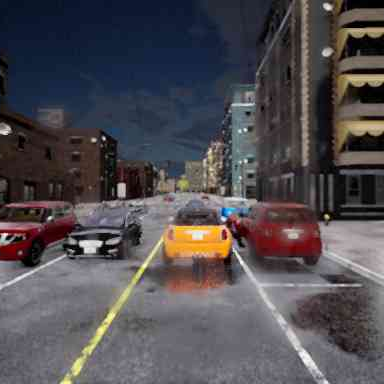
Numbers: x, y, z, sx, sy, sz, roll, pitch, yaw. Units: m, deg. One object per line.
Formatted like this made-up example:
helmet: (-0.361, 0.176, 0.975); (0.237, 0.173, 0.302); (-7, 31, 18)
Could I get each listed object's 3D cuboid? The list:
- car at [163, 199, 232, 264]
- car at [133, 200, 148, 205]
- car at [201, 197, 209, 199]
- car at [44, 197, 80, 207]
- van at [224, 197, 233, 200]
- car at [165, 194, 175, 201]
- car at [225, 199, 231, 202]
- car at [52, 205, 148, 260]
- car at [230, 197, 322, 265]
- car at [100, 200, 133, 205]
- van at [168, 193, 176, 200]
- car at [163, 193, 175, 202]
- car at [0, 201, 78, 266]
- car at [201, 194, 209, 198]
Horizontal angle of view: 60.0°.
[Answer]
car: (0.184, 1.317, 11.873); (2.097, 1.767, 4.553); (0, 0, 1)
car: (-5.428, 1.451, 33.207); (2.008, 1.369, 4.403); (1, 0, 0)
car: (0.317, 1.459, 29.183); (2.033, 1.411, 5.357); (0, 0, 0)
car: (-18.937, 1.466, 48.563); (4.507, 1.381, 1.887); (0, 0, 1)
van: (2.875, 1.274, 22.323); (1.690, 1.788, 3.998); (1, 0, 0)
car: (-5.102, 1.310, 76.844); (1.887, 1.381, 4.507); (1, 0, 0)
car: (2.833, 1.389, 16.916); (1.967, 1.590, 4.097); (1, 0, 0)
car: (-3.006, 1.454, 12.303); (2.128, 1.511, 4.902); (0, 0, 0)
car: (2.795, 1.280, 11.509); (2.192, 1.841, 5.009); (1, 0, 0)
car: (-5.506, 1.373, 22.394); (1.967, 1.590, 4.097); (1, 0, 0)
van: (-5.055, 1.088, 82.530); (1.690, 1.788, 3.998); (1, 0, 0)
car: (-5.221, 1.327, 71.163); (1.887, 1.381, 4.507); (1, 0, 0)
car: (-5.584, 1.280, 11.579); (2.192, 1.841, 5.009); (1, 0, 0)
car: (3.323, 1.187, 82.529); (1.967, 1.590, 4.097); (1, 0, 0)
